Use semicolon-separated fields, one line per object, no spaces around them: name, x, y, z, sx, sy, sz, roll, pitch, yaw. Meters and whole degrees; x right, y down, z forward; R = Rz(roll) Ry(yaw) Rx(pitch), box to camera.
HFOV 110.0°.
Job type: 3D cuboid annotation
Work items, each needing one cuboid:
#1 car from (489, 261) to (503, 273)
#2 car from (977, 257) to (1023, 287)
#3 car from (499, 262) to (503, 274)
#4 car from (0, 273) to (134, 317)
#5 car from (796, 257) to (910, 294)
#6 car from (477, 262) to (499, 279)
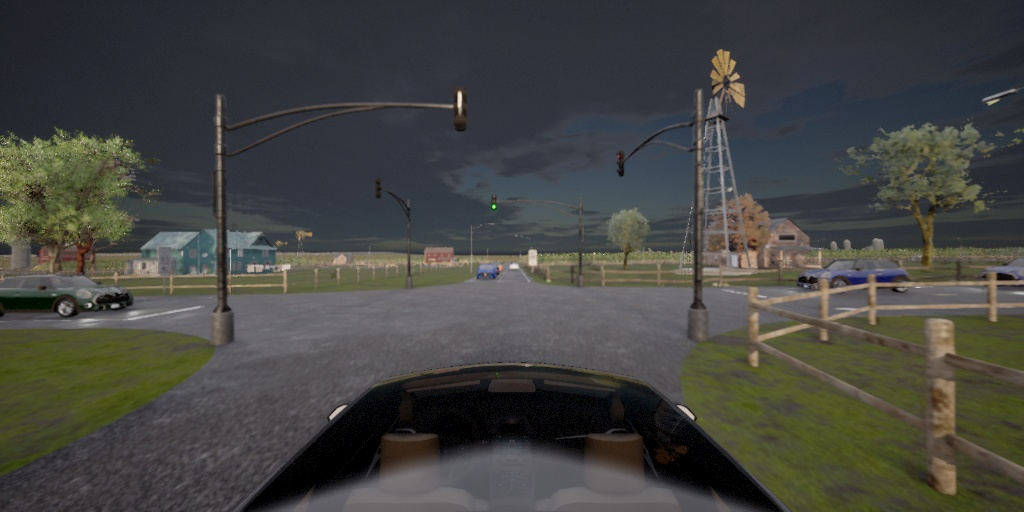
car;-2.528;1.704;57.796;2.097;1.767;4.553;0;-1;1
car;27.329;0.796;18.573;4.553;1.767;2.097;-1;0;0
car;-2.591;1.791;47.761;2.033;1.411;5.357;0;-1;0
car;-19.005;1.561;15.161;4.553;1.767;2.097;-1;0;0
car;17.530;0.950;18.638;4.553;1.767;2.097;-1;0;0
car;-2.628;1.615;37.858;1.882;1.535;5.008;0;-1;0
